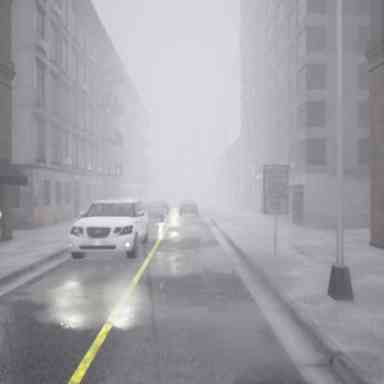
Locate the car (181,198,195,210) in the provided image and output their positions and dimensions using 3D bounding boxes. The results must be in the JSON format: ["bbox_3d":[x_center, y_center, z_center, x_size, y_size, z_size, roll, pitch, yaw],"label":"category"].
[{"bbox_3d":[-0.497,1.621,46.854,1.882,1.535,5.008,0,0,0],"label":"car"}]

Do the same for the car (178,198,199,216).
[{"bbox_3d":[-0.320,1.587,33.232,2.128,1.511,4.902,0,0,0],"label":"car"}]

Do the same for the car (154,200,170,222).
[{"bbox_3d":[-3.130,1.611,27.562,1.812,1.442,4.674,0,0,-1],"label":"car"}]

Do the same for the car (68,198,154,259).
[{"bbox_3d":[-2.989,1.265,13.155,2.150,2.045,5.566,0,0,-1],"label":"car"}]
